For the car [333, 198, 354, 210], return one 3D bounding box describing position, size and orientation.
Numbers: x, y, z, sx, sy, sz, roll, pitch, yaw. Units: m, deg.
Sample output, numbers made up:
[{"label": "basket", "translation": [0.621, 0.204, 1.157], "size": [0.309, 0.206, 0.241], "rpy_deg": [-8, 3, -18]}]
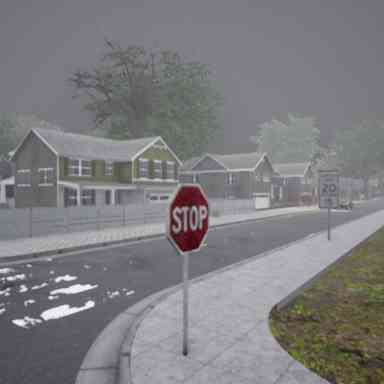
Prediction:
[{"label": "car", "translation": [19.585, 1.519, 42.989], "size": [2.033, 1.411, 5.357], "rpy_deg": [0, 0, 36]}]
